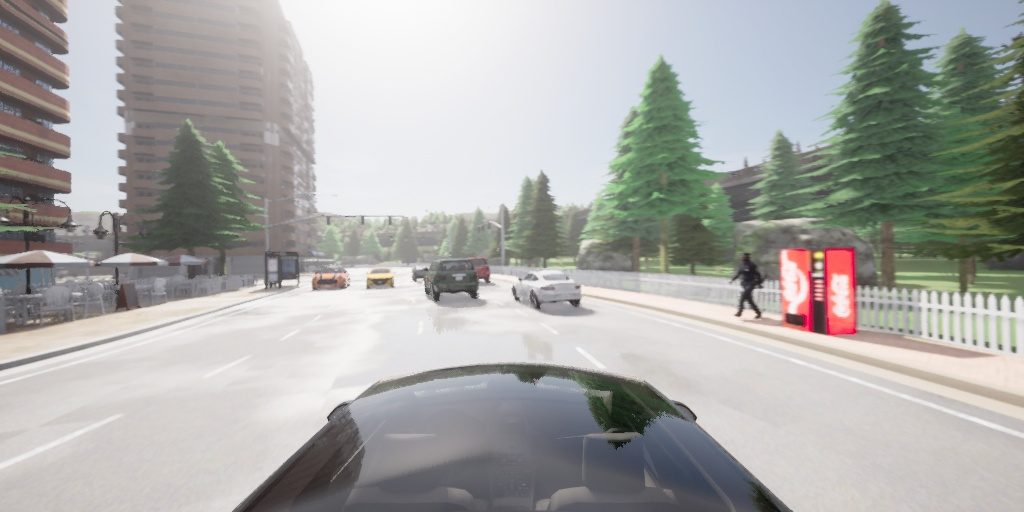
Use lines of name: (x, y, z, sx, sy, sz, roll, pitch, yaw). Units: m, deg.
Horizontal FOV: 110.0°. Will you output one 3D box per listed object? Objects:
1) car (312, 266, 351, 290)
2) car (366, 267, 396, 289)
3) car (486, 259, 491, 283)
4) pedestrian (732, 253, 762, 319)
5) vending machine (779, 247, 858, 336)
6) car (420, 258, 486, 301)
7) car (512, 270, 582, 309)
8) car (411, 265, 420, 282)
car: (-13.514, 1.546, 27.001, 2.097, 1.767, 4.553, -1, 0, -18)
car: (-9.931, 1.586, 27.293, 1.882, 1.535, 5.008, -1, -1, -18)
car: (-3.372, 1.180, 30.090, 2.150, 2.045, 5.566, -1, 0, -18)
pedestrian: (6.237, 0.772, 9.528, 0.375, 1.860, 0.375, -1, 0, -10)
vending machine: (7.042, 0.801, 8.259, 1.100, 2.100, 0.880, 0, 0, -8)
car: (-3.326, 1.154, 18.992, 2.150, 2.045, 5.566, -1, 0, -20)
car: (1.350, 1.302, 15.059, 1.812, 1.442, 4.674, -1, 0, -15)
car: (-8.557, 1.601, 34.385, 2.128, 1.511, 4.902, -1, 0, -18)
